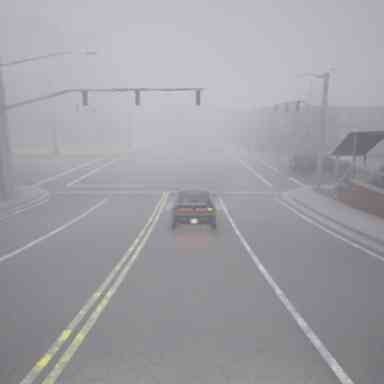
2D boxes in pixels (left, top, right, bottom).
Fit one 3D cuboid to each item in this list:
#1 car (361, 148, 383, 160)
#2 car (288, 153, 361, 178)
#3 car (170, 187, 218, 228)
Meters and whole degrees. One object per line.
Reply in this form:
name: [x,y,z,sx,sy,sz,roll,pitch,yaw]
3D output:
car: [23.078,-5.007,43.340,4.181,1.385,1.994,0,12,0]
car: [11.430,-2.436,29.674,5.566,2.045,2.150,1,12,3]
car: [0.079,0.544,14.865,1.837,1.490,4.892,0,7,0]
